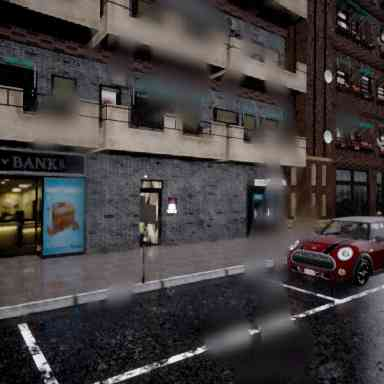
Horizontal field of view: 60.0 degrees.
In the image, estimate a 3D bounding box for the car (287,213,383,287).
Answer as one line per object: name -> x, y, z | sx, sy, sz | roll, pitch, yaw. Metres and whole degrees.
car -> 4.517, 1.442, 9.319 | 4.097, 1.590, 1.967 | 0, 1, -36
